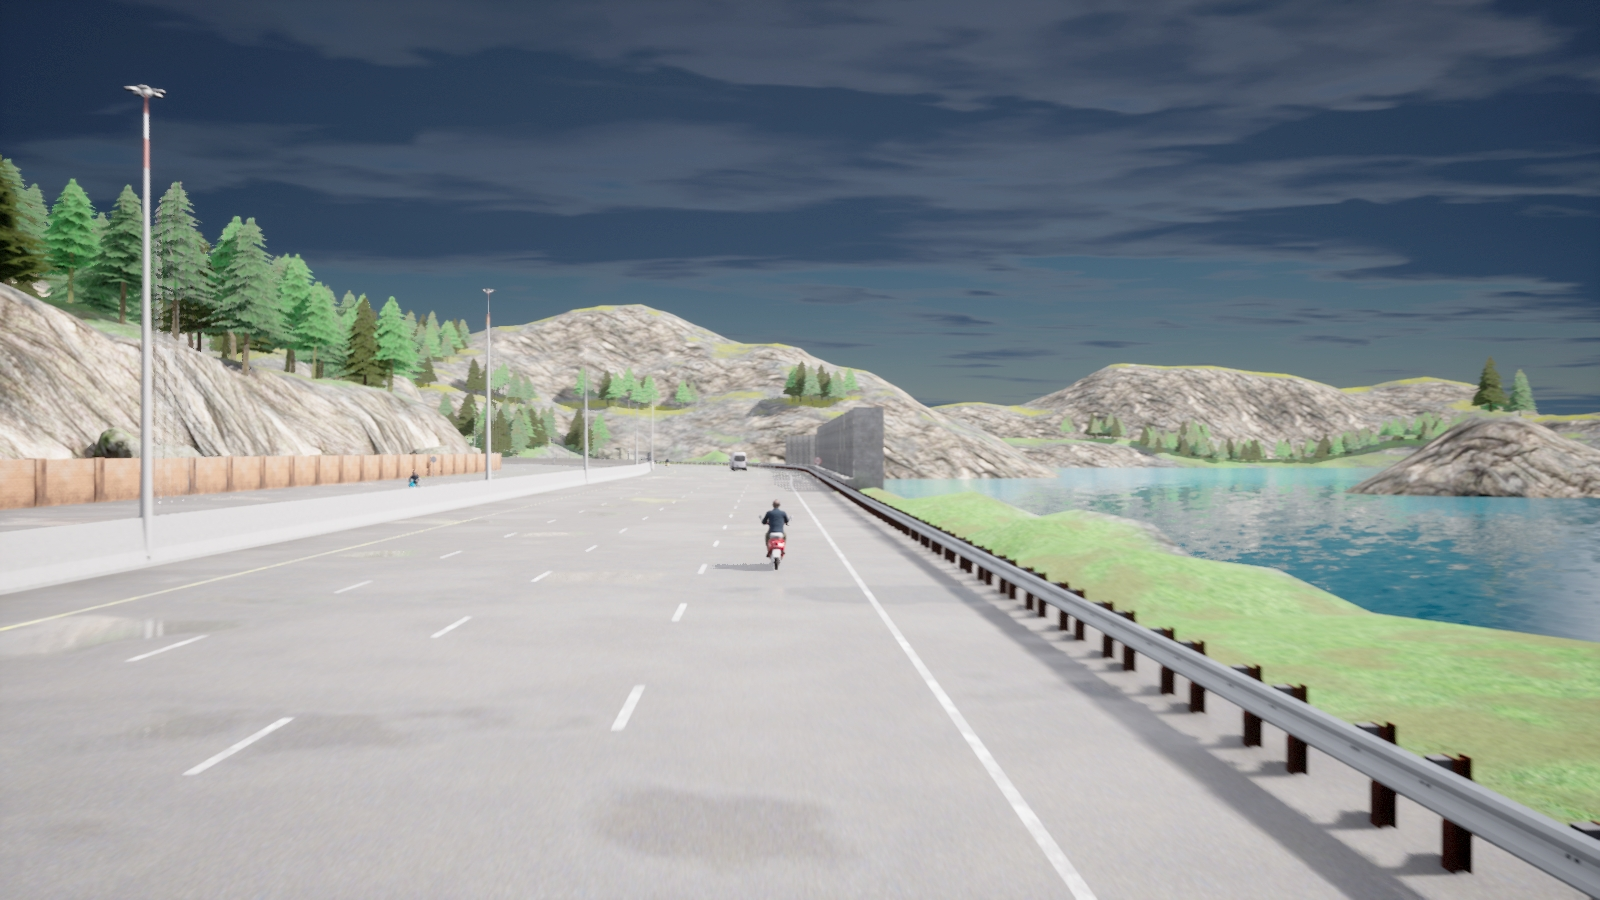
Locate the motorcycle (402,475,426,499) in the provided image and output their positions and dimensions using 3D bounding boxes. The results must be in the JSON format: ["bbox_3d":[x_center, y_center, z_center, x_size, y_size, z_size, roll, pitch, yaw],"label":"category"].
[{"bbox_3d":[-22.761,2.178,67.320,0.856,1.334,1.805,0,0,-2],"label":"motorcycle"}]

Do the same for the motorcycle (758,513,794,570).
[{"bbox_3d":[-0.588,2.194,27.648,0.856,1.236,1.805,0,0,-2],"label":"motorcycle"}]
